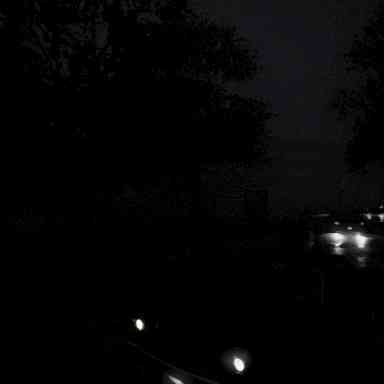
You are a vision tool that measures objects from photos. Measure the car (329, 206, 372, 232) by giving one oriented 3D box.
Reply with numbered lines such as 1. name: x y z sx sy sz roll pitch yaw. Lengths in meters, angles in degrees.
1. car: 9.976 1.747 21.659 2.033 1.411 5.357 -1 -1 20

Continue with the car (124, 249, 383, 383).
1. car: 1.357 1.654 5.062 1.895 1.301 4.718 -2 -1 43

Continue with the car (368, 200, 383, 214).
1. car: 24.089 1.801 41.981 4.553 1.767 2.097 0 -1 -32
